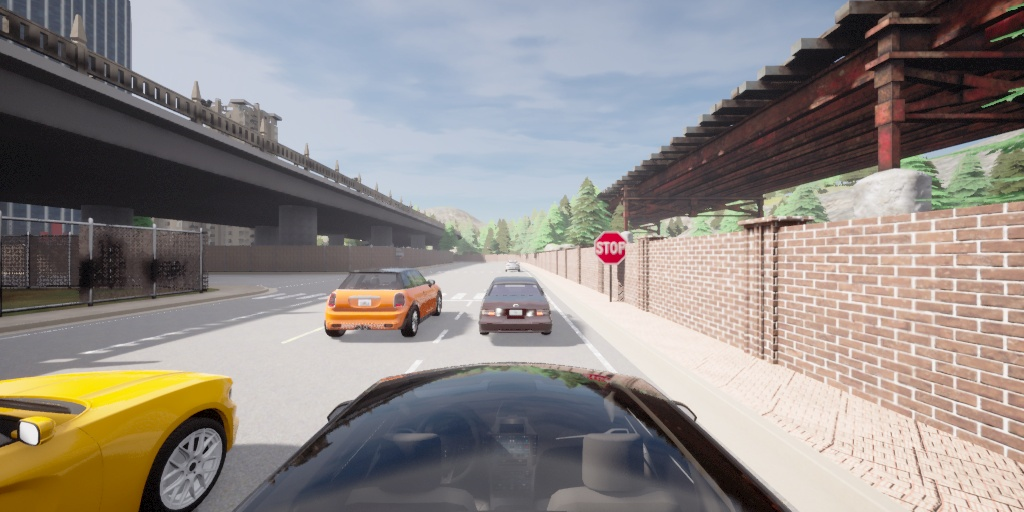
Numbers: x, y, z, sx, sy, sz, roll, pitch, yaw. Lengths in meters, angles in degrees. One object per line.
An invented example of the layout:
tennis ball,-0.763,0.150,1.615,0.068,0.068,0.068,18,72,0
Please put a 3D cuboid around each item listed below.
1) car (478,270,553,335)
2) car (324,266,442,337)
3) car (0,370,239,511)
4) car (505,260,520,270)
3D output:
car,0.081,1.297,10.464,2.033,1.411,5.357,0,0,0
car,-3.420,1.102,10.443,2.097,1.767,4.553,0,0,0
car,-3.398,1.228,1.186,1.882,1.535,5.008,0,0,0
car,0.083,1.276,46.330,1.812,1.442,4.674,0,0,-1
